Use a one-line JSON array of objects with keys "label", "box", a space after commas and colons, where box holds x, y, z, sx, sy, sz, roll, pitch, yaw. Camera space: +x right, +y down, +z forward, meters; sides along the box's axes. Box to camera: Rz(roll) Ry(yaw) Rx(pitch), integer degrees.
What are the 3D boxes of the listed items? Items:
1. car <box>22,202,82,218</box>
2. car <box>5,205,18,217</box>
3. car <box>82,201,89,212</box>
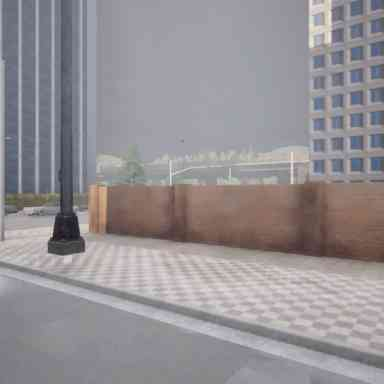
[{"label": "car", "box": [-13.006, 1.601, 30.655, 1.895, 1.301, 4.718, 0, 0, 35]}, {"label": "car", "box": [-18.278, 1.547, 29.290, 2.033, 1.411, 5.357, 0, 0, 32]}, {"label": "car", "box": [-11.212, 1.548, 39.315, 2.033, 1.411, 5.357, 0, 0, 35]}]
